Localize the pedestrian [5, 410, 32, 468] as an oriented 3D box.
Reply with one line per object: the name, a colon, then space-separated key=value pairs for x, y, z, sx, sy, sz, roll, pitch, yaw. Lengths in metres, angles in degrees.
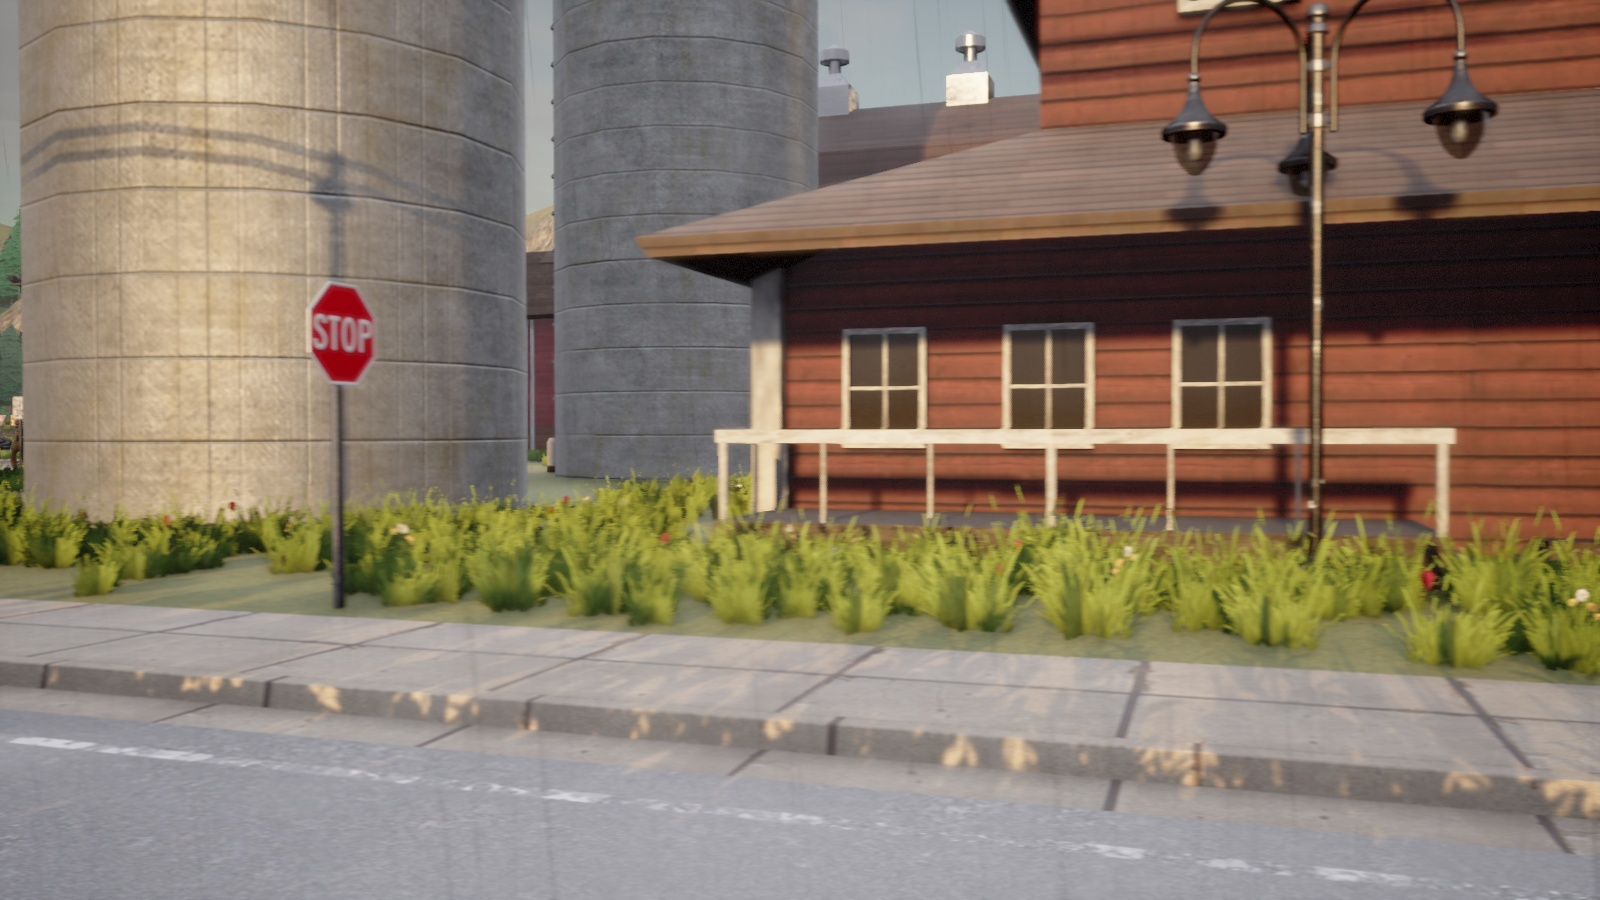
pedestrian: x=-26.500 y=-0.369 z=42.583 sx=0.395 sy=1.930 sz=0.692 roll=1 pitch=1 yaw=35
